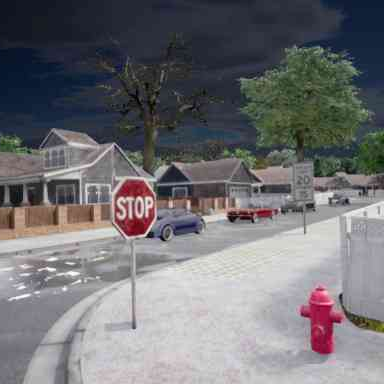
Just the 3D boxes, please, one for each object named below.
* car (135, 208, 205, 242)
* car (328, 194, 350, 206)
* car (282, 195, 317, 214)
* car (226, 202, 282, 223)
[{"bbox_3d":[-1.130,1.442,15.709,1.994,1.385,4.181,-2,-1,34],"label":"car"},{"bbox_3d":[18.939,0.967,42.778,2.128,1.511,4.902,-2,-1,37],"label":"car"},{"bbox_3d":[9.789,1.005,30.503,2.097,1.767,4.553,-2,-1,37],"label":"car"},{"bbox_3d":[4.239,1.366,22.966,1.895,1.301,4.718,-2,-1,36],"label":"car"}]
